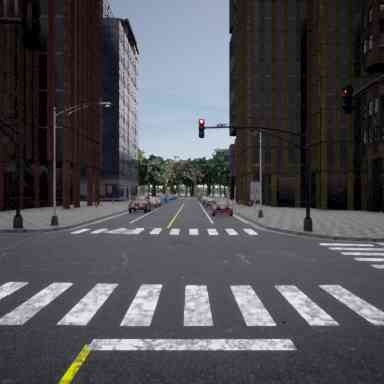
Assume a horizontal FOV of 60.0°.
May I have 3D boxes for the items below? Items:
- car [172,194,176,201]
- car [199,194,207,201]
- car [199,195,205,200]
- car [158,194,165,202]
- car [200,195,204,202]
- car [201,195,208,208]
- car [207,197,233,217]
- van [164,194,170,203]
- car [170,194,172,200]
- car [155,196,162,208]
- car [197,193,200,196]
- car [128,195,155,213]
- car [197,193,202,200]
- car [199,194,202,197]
[{"bbox_3d":[-5.786,1.596,86.156,1.947,1.339,4.313,0,0,0],"label":"car"},{"bbox_3d":[2.747,1.559,58.971,1.887,1.381,4.507,0,0,0],"label":"car"},{"bbox_3d":[2.738,1.560,91.766,1.752,1.417,4.829,0,0,0],"label":"car"},{"bbox_3d":[-5.777,1.537,53.361,1.752,1.417,4.829,0,0,0],"label":"car"},{"bbox_3d":[2.748,1.556,53.533,1.887,1.381,4.507,0,0,0],"label":"car"},{"bbox_3d":[2.750,1.560,48.095,2.008,1.369,4.403,0,0,0],"label":"car"},{"bbox_3d":[2.754,1.444,31.783,1.967,1.590,4.097,0,0,0],"label":"car"},{"bbox_3d":[-5.780,1.358,64.406,1.690,1.788,3.998,0,0,0],"label":"van"},{"bbox_3d":[-5.782,1.570,69.844,2.008,1.369,4.403,0,0,0],"label":"car"},{"bbox_3d":[-5.776,1.591,48.093,1.802,1.307,4.206,0,0,0],"label":"car"},{"bbox_3d":[2.740,1.341,80.721,2.192,1.841,5.009,0,0,0],"label":"car"},{"bbox_3d":[-5.773,1.320,37.218,2.192,1.841,5.009,0,0,0],"label":"car"},{"bbox_3d":[2.742,1.548,75.453,1.752,1.417,4.829,0,0,0],"label":"car"},{"bbox_3d":[2.745,1.542,64.578,1.752,1.417,4.829,0,0,0],"label":"car"}]
